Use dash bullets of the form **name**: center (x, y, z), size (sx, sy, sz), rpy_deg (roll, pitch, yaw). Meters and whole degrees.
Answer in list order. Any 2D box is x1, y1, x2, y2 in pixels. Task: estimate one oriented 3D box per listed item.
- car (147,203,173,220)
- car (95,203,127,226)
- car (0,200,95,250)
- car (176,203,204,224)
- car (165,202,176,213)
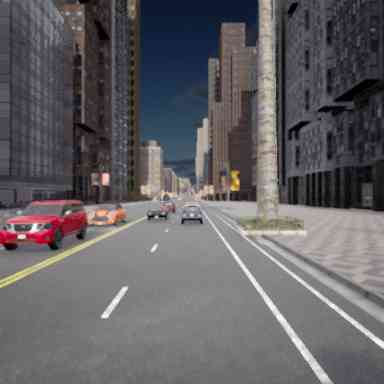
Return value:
- **car**: center (-3.152, 1.993, 32.005), size (1.895, 1.301, 4.718), rpy_deg (0, -1, 0)
- **car**: center (-6.551, 1.666, 26.039), size (2.097, 1.767, 4.553), rpy_deg (0, -1, 0)
- **car**: center (-6.588, 1.406, 15.624), size (2.150, 2.045, 5.566), rpy_deg (0, -1, 0)
- **car**: center (0.011, 1.892, 28.403), size (2.033, 1.411, 5.357), rpy_deg (0, -1, 0)
- **car**: center (-3.144, 2.095, 45.550), size (1.812, 1.442, 4.674), rpy_deg (0, -1, 0)
